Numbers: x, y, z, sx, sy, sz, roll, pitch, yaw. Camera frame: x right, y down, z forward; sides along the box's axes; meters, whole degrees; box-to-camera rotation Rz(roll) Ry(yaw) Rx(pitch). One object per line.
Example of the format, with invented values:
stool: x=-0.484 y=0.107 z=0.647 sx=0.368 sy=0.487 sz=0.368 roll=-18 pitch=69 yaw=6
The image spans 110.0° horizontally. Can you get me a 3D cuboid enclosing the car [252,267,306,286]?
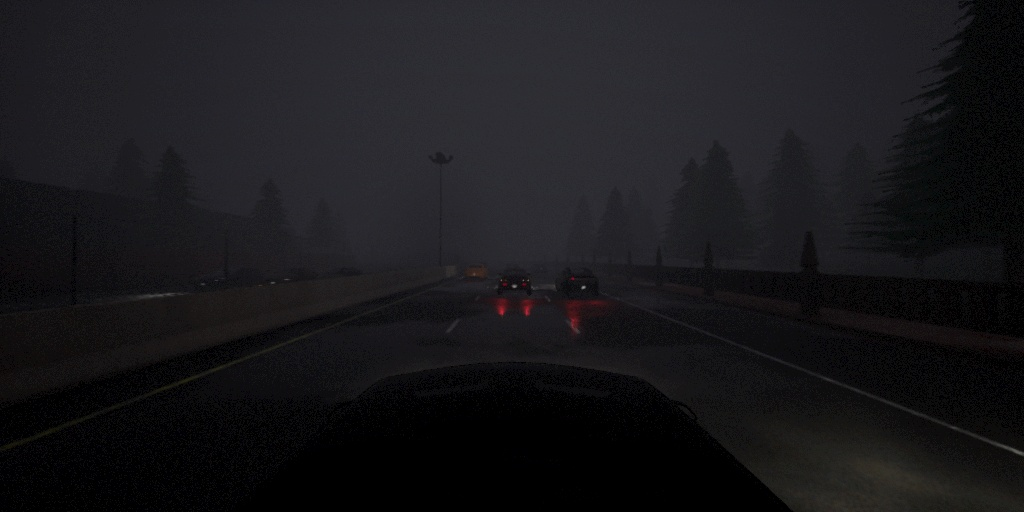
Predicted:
car: x=-13.978 y=1.411 z=22.956 sx=1.994 sy=1.385 sz=4.181 roll=0 pitch=-1 yaw=1

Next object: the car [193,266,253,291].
car: x=-17.482 y=1.353 z=22.659 sx=1.812 sy=1.442 sz=4.674 roll=0 pitch=-1 yaw=1

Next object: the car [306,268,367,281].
car: x=-10.487 y=1.422 z=22.319 sx=1.994 sy=1.385 sz=4.181 roll=0 pitch=-1 yaw=1

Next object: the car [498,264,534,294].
car: x=0.141 y=1.424 z=21.281 sx=1.812 sy=1.442 sz=4.674 roll=0 pitch=0 yaw=0

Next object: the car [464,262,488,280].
car: x=-3.340 y=1.458 z=34.127 sx=1.882 sy=1.535 sz=5.008 roll=0 pitch=0 yaw=0

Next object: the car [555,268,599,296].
car: x=3.639 y=1.402 z=20.607 sx=2.128 sy=1.511 sz=4.902 roll=0 pitch=0 yaw=0

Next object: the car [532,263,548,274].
car: x=3.470 y=1.655 z=46.827 sx=2.033 sy=1.411 sz=5.357 roll=0 pitch=0 yaw=-4
